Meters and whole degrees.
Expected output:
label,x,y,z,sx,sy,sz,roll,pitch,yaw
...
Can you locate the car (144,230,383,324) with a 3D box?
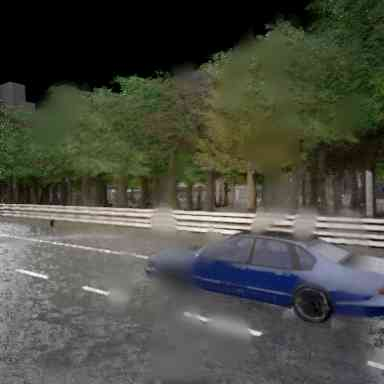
label,x,y,z,sx,sy,sz,roll,pitch,yaw
car,1.460,1.548,7.148,5.357,1.411,2.033,0,0,36
